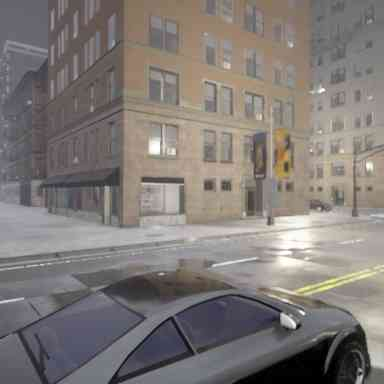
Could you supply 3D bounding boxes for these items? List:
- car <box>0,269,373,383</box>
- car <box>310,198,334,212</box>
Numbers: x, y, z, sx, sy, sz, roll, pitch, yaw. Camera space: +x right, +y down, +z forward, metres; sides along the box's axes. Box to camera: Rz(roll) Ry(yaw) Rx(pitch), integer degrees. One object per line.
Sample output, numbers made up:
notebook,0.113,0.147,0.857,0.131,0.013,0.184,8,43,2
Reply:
car,0.065,1.564,3.504,4.181,1.385,1.994,0,0,-36
car,13.834,1.485,38.273,1.837,1.490,4.892,0,0,-36
